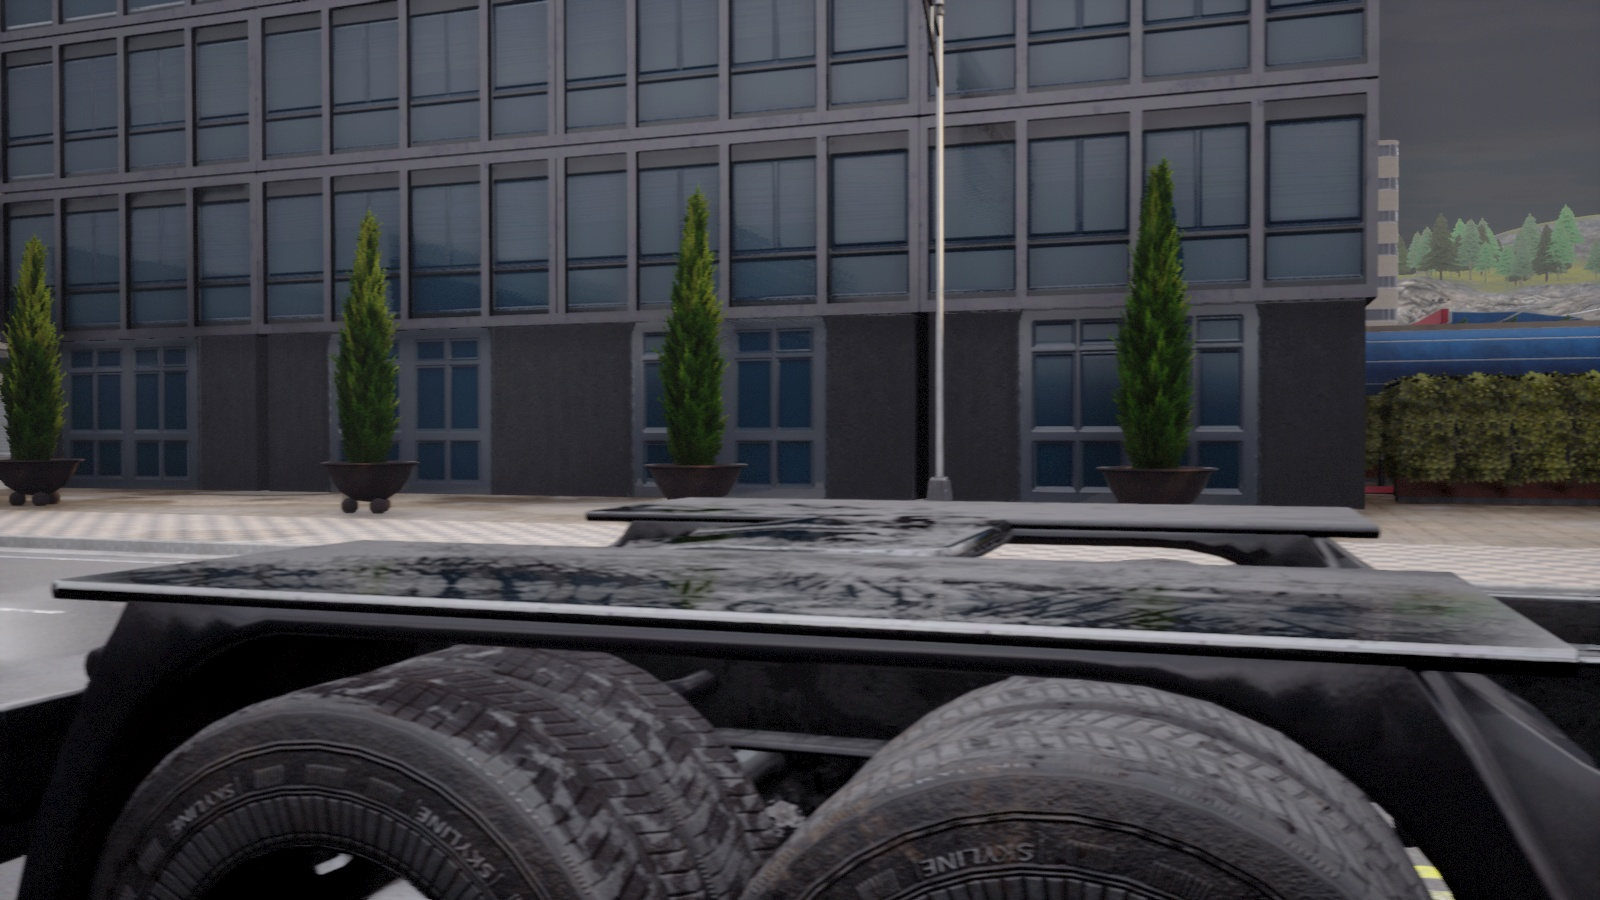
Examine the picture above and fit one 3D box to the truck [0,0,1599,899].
[{"bbox_3d":[2.182,-0.185,2.444,7.936,3.462,2.891,1,1,19],"label":"truck"}]
